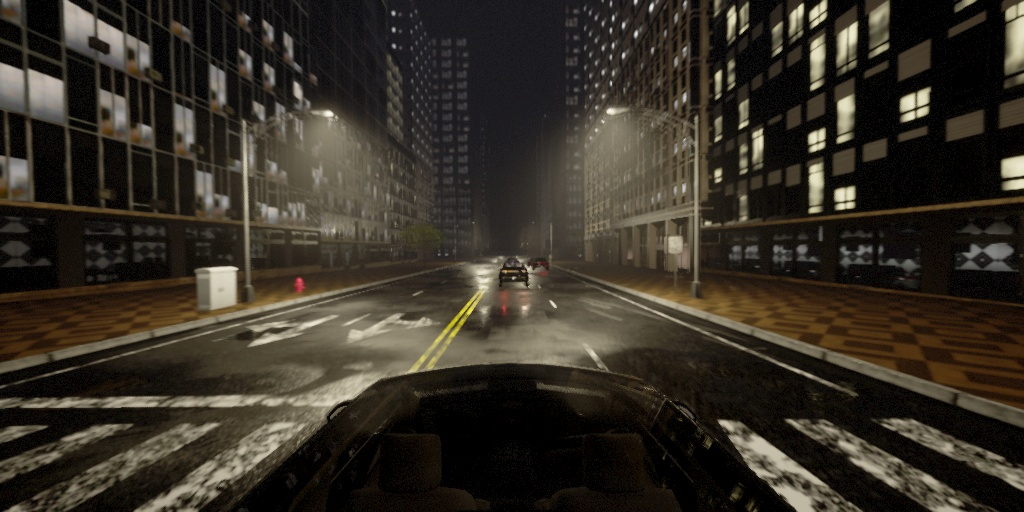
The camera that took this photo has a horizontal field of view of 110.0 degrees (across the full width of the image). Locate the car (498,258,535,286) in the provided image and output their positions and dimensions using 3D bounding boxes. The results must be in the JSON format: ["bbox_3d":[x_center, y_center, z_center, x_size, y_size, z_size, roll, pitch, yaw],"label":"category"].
[{"bbox_3d":[0.107,1.079,23.376,2.128,1.511,4.902,-1,1,0],"label":"car"}]

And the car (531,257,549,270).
[{"bbox_3d":[3.272,0.874,41.875,1.837,1.490,4.892,-1,1,0],"label":"car"}]

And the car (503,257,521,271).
[{"bbox_3d":[0.054,0.926,43.874,2.033,1.411,5.357,-1,1,1],"label":"car"}]

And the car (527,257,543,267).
[{"bbox_3d":[3.284,0.826,52.035,1.994,1.385,4.181,-1,1,0],"label":"car"}]
